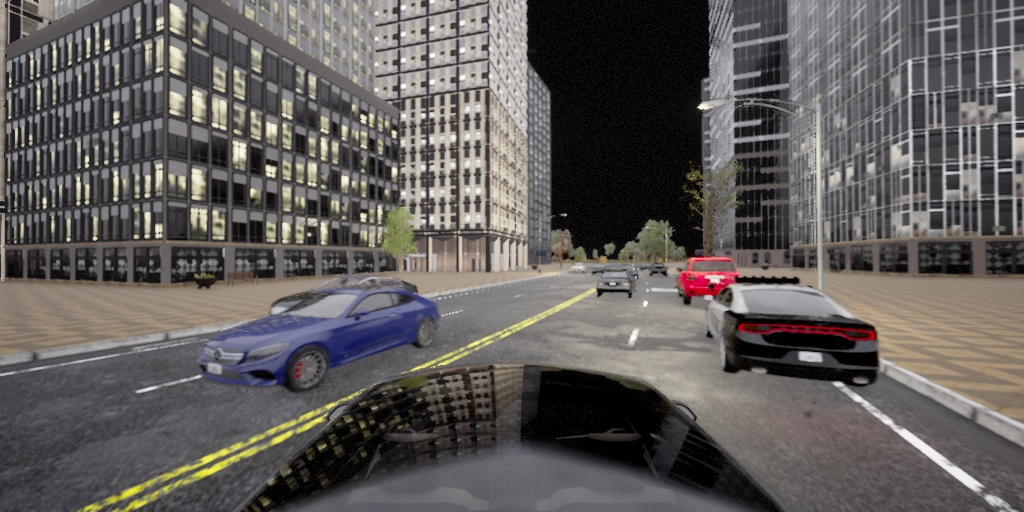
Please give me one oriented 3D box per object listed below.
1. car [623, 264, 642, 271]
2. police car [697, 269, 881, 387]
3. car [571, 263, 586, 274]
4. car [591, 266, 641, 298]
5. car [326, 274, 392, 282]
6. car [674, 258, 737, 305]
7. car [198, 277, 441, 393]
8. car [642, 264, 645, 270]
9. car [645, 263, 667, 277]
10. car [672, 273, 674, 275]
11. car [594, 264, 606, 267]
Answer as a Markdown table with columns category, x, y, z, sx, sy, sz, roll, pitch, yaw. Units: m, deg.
| category | x | y | z | sx | sy | sz | roll | pitch | yaw |
| --- | --- | --- | --- | --- | --- | --- | --- | --- | --- |
| car | 12.001 | 1.622 | 36.897 | 2.033 | 1.411 | 5.357 | 0 | -1 | 18 |
| police car | 5.171 | 1.220 | 7.371 | 1.930 | 1.638 | 5.238 | 0 | -1 | 23 |
| car | 9.516 | 1.754 | 51.187 | 1.812 | 1.442 | 4.674 | 0 | -1 | 17 |
| car | 5.930 | 1.467 | 20.177 | 2.033 | 1.411 | 5.357 | 0 | -1 | 22 |
| car | -4.955 | 1.345 | 11.336 | 2.128 | 1.511 | 4.902 | 0 | -1 | 23 |
| car | 9.020 | 1.104 | 16.688 | 2.150 | 2.045 | 5.566 | 0 | -1 | 22 |
| car | -3.231 | 1.335 | 7.155 | 1.812 | 1.442 | 4.674 | 0 | -1 | 24 |
| car | 22.286 | 1.896 | 59.780 | 1.895 | 1.301 | 4.718 | 0 | -1 | 15 |
| car | 17.191 | 1.627 | 42.369 | 1.837 | 1.490 | 4.892 | 0 | 0 | 18 |
| car | 11.216 | 1.436 | 22.338 | 1.837 | 1.490 | 4.892 | 0 | -1 | 21 |
| car | 11.110 | 1.711 | 45.263 | 2.033 | 1.411 | 5.357 | 0 | -1 | 17 |
